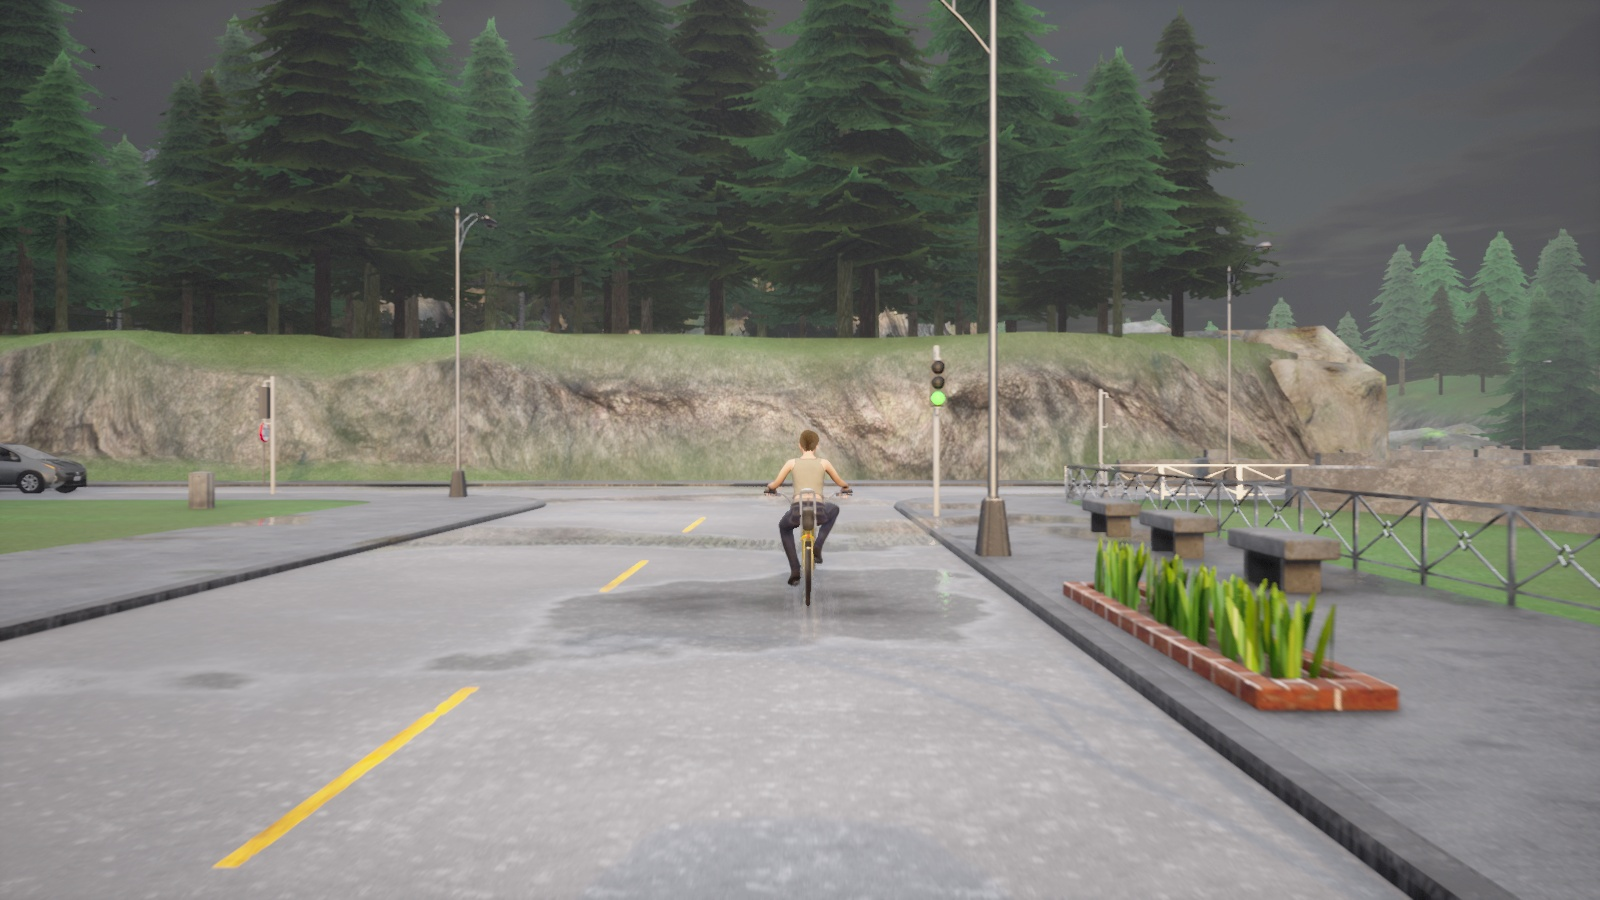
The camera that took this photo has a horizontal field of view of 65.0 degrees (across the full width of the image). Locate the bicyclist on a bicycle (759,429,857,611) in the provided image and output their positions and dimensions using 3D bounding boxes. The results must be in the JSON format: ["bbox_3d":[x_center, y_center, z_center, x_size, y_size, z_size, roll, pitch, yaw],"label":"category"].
[{"bbox_3d":[0.079,0.616,11.911,0.866,1.612,1.509,0,0,1],"label":"bicyclist on a bicycle"}]

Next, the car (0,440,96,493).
[{"bbox_3d":[-23.498,0.467,36.872,4.514,1.525,2.007,0,0,0],"label":"car"}]
